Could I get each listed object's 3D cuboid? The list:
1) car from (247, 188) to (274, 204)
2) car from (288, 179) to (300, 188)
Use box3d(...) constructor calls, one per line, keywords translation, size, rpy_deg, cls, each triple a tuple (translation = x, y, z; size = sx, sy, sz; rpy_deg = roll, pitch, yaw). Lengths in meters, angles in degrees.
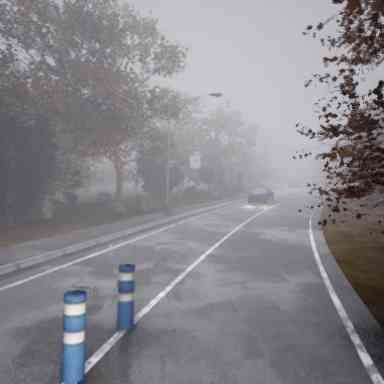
box3d(translation=(6.881, 0.323, 33.031), size=(1.882, 1.535, 5.008), rpy_deg=(0, 3, 24), cls="car")
box3d(translation=(22.081, -1.853, 71.965), size=(2.150, 2.045, 5.566), rpy_deg=(1, 3, 15), cls="car")
